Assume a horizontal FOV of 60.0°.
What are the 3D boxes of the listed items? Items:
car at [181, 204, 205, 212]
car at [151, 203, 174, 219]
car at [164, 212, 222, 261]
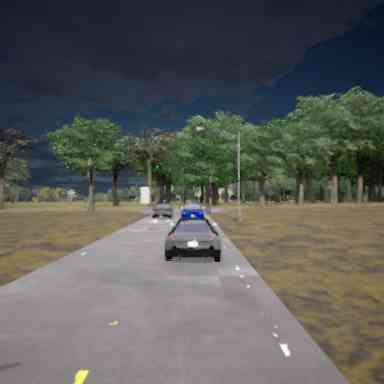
[{"bbox_3d":[0.056,1.723,28.485,1.882,1.535,5.008,0,-1,0],"label":"car"},{"bbox_3d":[-2.769,1.832,32.573,2.033,1.411,5.357,0,-1,1],"label":"car"},{"bbox_3d":[0.049,1.669,12.776,1.994,1.385,4.181,0,0,1],"label":"car"}]
